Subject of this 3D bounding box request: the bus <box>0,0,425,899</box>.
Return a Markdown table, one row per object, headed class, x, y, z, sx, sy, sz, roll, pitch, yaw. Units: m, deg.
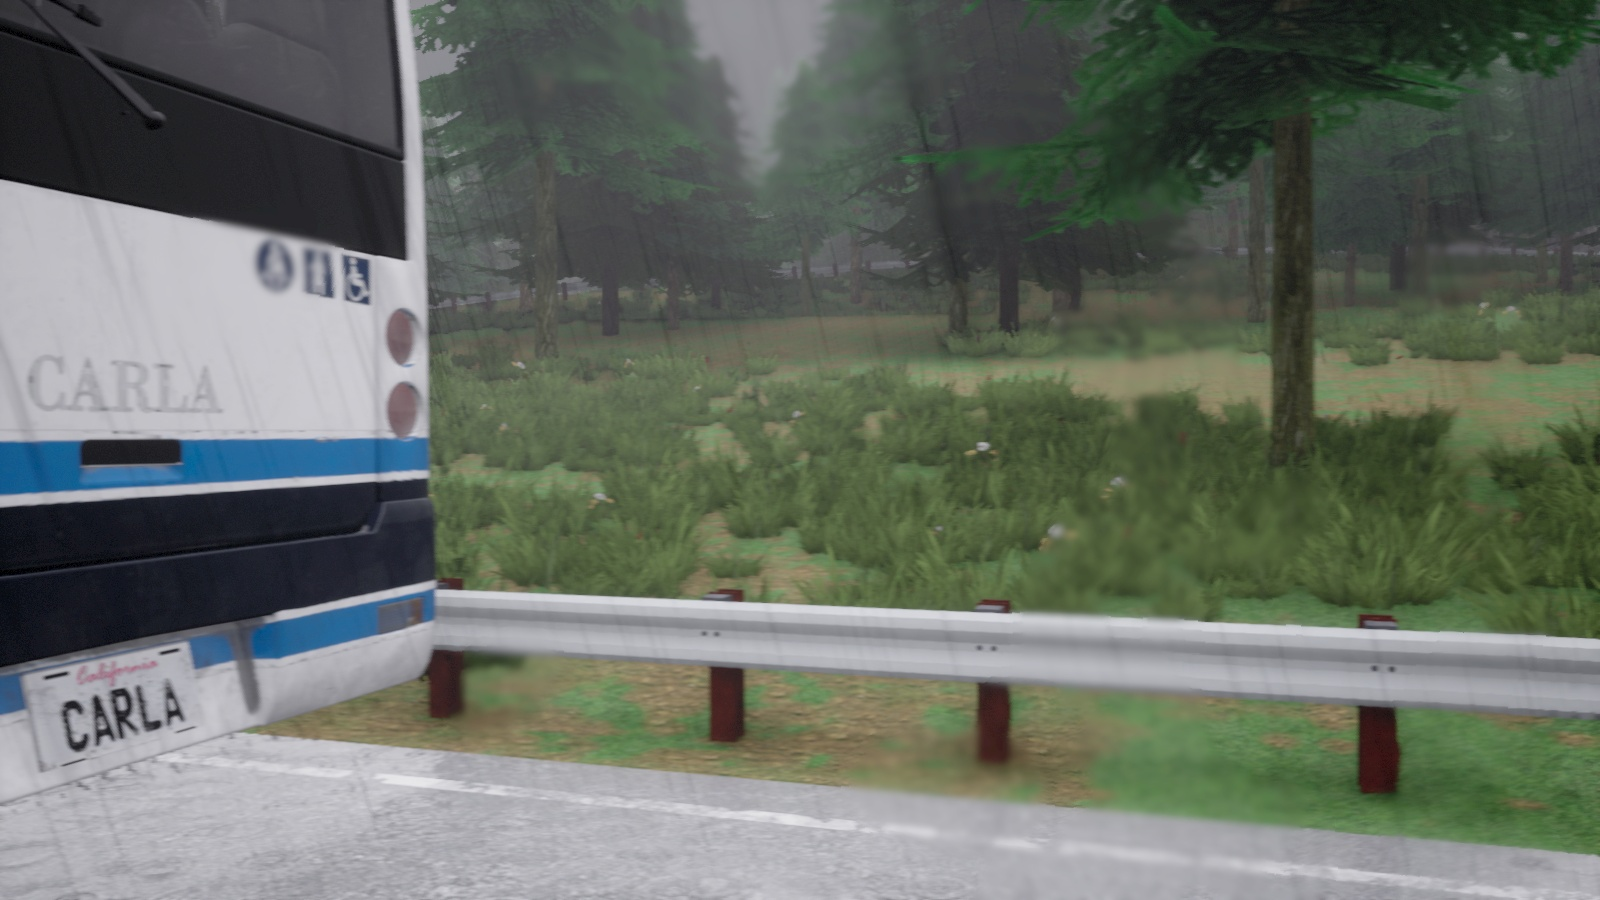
| class | x | y | z | sx | sy | sz | roll | pitch | yaw |
| --- | --- | --- | --- | --- | --- | --- | --- | --- | --- |
| bus | -7.245 | -0.667 | 5.610 | 10.273 | 4.253 | 3.944 | 0 | 1 | 19 |
